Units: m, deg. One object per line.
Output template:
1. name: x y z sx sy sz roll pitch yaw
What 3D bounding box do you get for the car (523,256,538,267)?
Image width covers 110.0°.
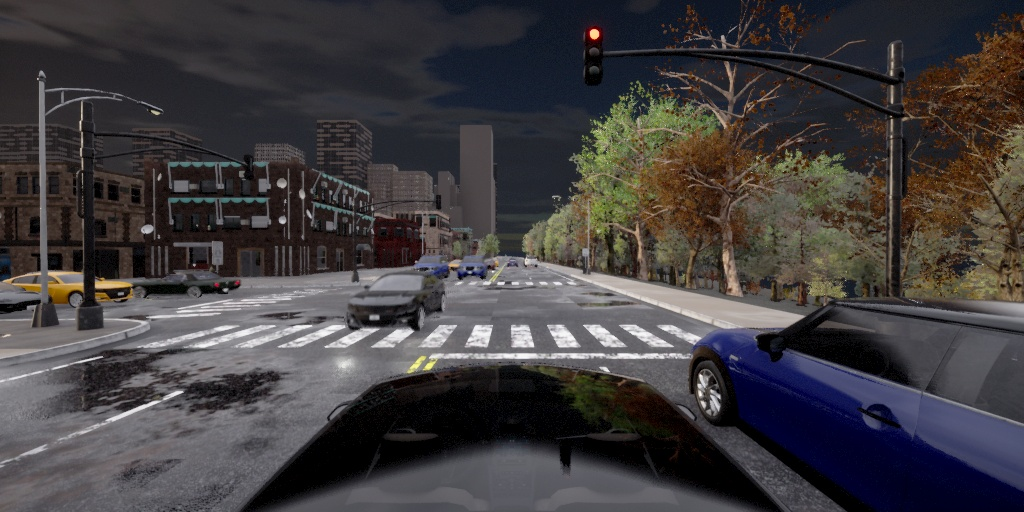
1. car: 3.355 0.948 63.657 2.150 2.045 5.566 0 0 0

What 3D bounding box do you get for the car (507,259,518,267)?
1. car: 0.102 1.252 64.506 1.812 1.442 4.674 0 0 0

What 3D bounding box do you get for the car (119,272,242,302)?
1. car: -17.173 1.513 18.839 4.718 1.301 1.895 -1 1 2

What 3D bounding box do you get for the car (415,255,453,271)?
1. car: -6.597 0.964 29.650 2.150 2.045 5.566 0 0 0

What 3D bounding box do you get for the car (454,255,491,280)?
1. car: -3.346 0.962 31.171 2.150 2.045 5.566 0 0 0

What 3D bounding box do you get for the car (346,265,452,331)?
1. car: -3.350 1.226 11.231 1.882 1.535 5.008 0 0 0

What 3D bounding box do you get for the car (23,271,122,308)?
1. car: -20.009 1.450 16.003 5.008 1.535 1.882 -1 1 -1

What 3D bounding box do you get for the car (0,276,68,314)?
1. car: -19.946 1.565 13.307 4.313 1.339 1.948 0 0 0

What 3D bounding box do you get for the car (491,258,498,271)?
1. car: -3.342 1.085 48.219 2.097 1.767 4.553 0 0 0

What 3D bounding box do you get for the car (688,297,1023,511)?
1. car: 3.351 1.102 2.850 2.097 1.767 4.553 0 0 0
